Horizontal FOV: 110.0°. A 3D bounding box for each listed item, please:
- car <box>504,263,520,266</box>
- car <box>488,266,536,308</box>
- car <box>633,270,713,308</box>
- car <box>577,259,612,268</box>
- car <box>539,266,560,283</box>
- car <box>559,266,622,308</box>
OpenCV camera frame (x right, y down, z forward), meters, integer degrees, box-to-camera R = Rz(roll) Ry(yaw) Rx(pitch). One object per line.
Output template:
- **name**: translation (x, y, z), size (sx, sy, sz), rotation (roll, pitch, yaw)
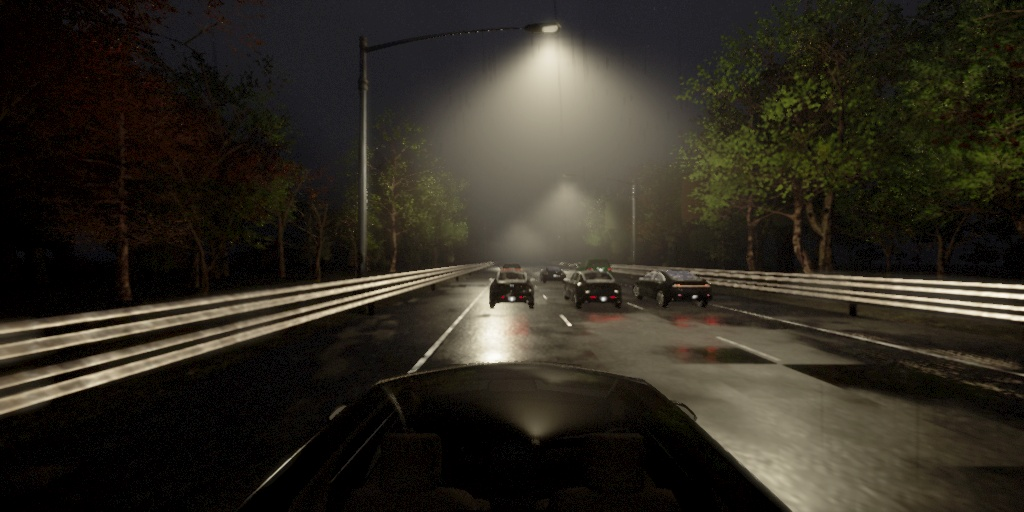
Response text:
- **car**: translation (-0.011, 1.375, 30.914), size (2.097, 1.767, 4.553), rotation (0, -1, 0)
- **car**: translation (-0.002, 1.395, 16.140), size (1.837, 1.490, 4.892), rotation (0, 0, 0)
- **car**: translation (6.997, 1.380, 16.132), size (2.128, 1.511, 4.902), rotation (0, 0, 0)
- **car**: translation (6.988, 1.241, 30.853), size (2.150, 2.045, 5.566), rotation (0, 0, 0)
- **car**: translation (3.492, 1.592, 31.128), size (1.994, 1.385, 4.181), rotation (0, 0, 0)
- **car**: translation (3.498, 1.395, 16.122), size (1.837, 1.490, 4.892), rotation (0, 0, 0)
